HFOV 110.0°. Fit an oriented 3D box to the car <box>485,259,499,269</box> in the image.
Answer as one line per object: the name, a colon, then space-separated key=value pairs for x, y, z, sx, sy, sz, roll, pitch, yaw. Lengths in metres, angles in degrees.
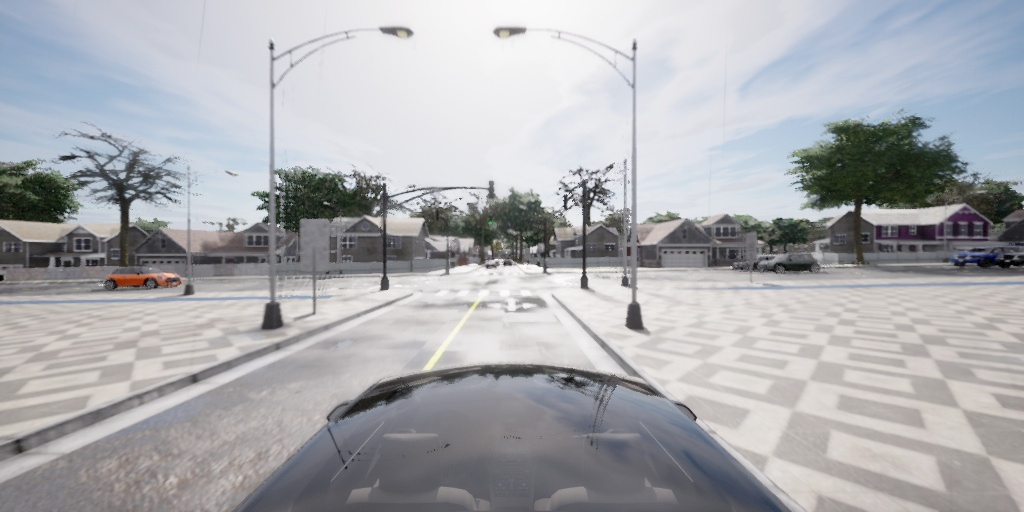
car: x=-3.461 y=1.355 z=59.709 sx=2.033 sy=1.411 sz=5.357 roll=0 pitch=0 yaw=0

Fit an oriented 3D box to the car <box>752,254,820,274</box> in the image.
car: x=24.214 y=0.610 z=31.569 sx=4.553 sy=1.767 sz=2.097 roll=-1 pitch=0 yaw=0

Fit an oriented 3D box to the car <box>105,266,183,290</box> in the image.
car: x=-28.420 y=1.632 z=27.788 sx=4.553 sy=1.767 sz=2.097 roll=-1 pitch=0 yaw=0

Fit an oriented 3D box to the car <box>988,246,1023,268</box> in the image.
car: x=46.410 y=0.061 z=31.619 sx=5.566 sy=2.045 sz=2.150 roll=-1 pitch=0 yaw=0

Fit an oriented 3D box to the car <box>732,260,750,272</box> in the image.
car: x=24.030 y=0.745 z=34.818 sx=4.892 sy=1.490 sz=1.837 roll=-1 pitch=0 yaw=0

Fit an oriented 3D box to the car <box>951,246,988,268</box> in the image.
car: x=46.386 y=0.041 z=34.869 sx=5.566 sy=2.045 sz=2.150 roll=-1 pitch=0 yaw=0
